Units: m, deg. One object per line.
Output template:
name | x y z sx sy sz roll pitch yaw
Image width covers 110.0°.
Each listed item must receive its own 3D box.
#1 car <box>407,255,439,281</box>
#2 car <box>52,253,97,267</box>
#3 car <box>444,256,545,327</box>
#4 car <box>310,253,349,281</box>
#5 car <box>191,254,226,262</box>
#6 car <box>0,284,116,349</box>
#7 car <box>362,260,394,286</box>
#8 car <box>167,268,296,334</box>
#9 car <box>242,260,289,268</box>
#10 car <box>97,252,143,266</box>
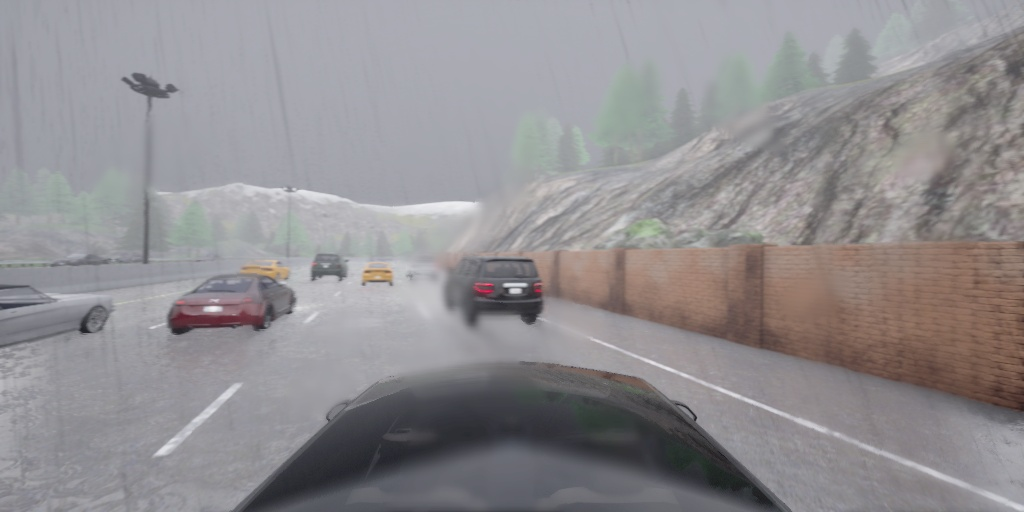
car | -7.562 0.978 30.303 2.150 2.045 5.566 1 0 -20
car | -43.360 0.466 36.081 1.812 1.442 4.674 1 0 -20
car | -0.834 1.015 12.028 2.150 2.045 5.566 1 0 -20
car | -14.202 0.823 28.084 2.150 2.045 5.566 1 0 -20
car | -33.504 0.463 39.710 1.994 1.385 4.181 1 0 -20
car | -10.064 1.164 6.685 1.895 1.301 4.718 1 0 -20
car | -9.244 1.165 24.730 1.882 1.535 5.008 1 0 -20
car | -7.637 1.200 10.221 1.994 1.385 4.181 1 0 -20
car | -16.541 1.006 24.297 1.882 1.535 5.008 1 0 -20
car | -40.071 0.268 37.292 1.994 1.385 4.181 1 0 -20
